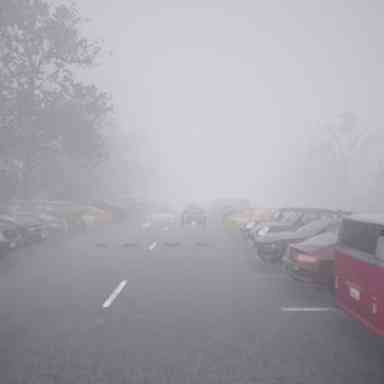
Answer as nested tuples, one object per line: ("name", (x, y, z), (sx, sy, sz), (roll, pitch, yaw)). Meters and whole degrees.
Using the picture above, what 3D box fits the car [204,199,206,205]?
("car", (4.578, 2.049, 46.748), (4.892, 1.521, 2.231), (0, -1, 0))

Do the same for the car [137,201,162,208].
("car", (-8.491, 2.480, 66.187), (4.674, 1.452, 2.002), (0, -1, 0))

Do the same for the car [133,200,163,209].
("car", (-8.310, 2.378, 63.418), (5.366, 1.575, 1.946), (0, -1, 0))

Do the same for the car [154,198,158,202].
("car", (-8.473, 2.235, 55.110), (4.792, 1.488, 2.163), (0, -1, 0))

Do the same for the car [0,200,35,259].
("car", (-8.504, 1.338, 10.679), (5.566, 2.045, 2.435), (0, -1, 0))

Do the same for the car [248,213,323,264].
("car", (4.553, 1.588, 10.659), (5.008, 1.535, 2.097), (0, -1, 0))

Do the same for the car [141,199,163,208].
("car", (-8.522, 2.429, 71.605), (4.553, 1.767, 2.185), (0, -1, 0))

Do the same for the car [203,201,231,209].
("car", (4.576, 2.323, 60.614), (4.892, 1.521, 2.231), (0, -1, 0))

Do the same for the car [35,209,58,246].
("car", (-8.525, 1.625, 13.570), (5.008, 1.535, 2.097), (0, -1, 0))

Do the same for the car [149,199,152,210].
("car", (-8.537, 2.078, 46.807), (4.792, 1.488, 2.163), (0, -1, 0))

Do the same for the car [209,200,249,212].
("car", (4.594, 1.930, 35.643), (4.792, 1.488, 2.163), (0, -1, 0))

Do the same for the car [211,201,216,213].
("car", (4.592, 1.895, 32.867), (4.792, 1.488, 2.163), (0, -1, 0))

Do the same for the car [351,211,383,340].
("car", (4.513, 1.233, 2.335), (5.566, 2.045, 2.435), (0, -1, 0))

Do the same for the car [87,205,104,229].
("car", (-8.528, 1.767, 21.755), (4.674, 1.452, 2.002), (0, -1, 0))

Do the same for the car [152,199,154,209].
("car", (-8.535, 2.123, 49.446), (4.792, 1.488, 2.163), (0, -1, 0))

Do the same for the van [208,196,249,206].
("van", (4.450, 1.709, 38.422), (4.442, 1.987, 1.878), (0, -1, 0))

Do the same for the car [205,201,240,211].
("car", (4.761, 2.142, 52.167), (5.366, 1.575, 1.946), (0, -1, 0))

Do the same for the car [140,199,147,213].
("car", (-8.517, 1.971, 41.271), (5.008, 1.535, 2.097), (0, -1, 0))

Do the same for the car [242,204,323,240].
("car", (4.580, 1.498, 13.437), (4.553, 1.767, 2.185), (0, -1, 0))

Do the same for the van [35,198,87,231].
("van", (-8.644, 1.467, 18.988), (4.442, 1.987, 1.878), (0, -1, 0))

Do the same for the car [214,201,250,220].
("car", (4.744, 1.794, 27.315), (5.366, 1.575, 1.946), (0, -1, 0))

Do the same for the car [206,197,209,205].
("car", (4.539, 1.881, 43.970), (4.553, 1.767, 2.185), (0, -1, 0))

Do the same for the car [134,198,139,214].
("car", (-8.489, 1.616, 32.965), (5.566, 2.045, 2.435), (0, -1, 0))

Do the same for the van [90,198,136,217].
("van", (-8.398, 1.676, 35.734), (4.442, 1.987, 1.878), (0, -1, 0))

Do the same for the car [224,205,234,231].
("car", (4.738, 1.690, 18.987), (5.366, 1.575, 1.946), (0, -1, 0))

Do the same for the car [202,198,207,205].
("car", (4.389, 2.092, 49.515), (5.366, 1.575, 1.946), (0, -1, 0))

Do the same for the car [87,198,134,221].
("car", (-8.491, 1.581, 30.195), (5.566, 2.045, 2.435), (0, -1, 0))

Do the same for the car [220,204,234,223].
("car", (4.561, 1.728, 21.763), (4.892, 1.521, 2.231), (0, -1, 0))

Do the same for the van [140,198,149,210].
("van", (-8.401, 1.783, 44.059), (4.442, 1.987, 1.878), (0, -1, 0))

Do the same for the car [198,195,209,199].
("car", (4.557, 2.188, 66.171), (5.566, 2.045, 2.435), (0, -1, 0))

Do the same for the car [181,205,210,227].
("car", (0.125, 1.896, 25.565), (1.895, 1.301, 4.718), (0, -1, 0))

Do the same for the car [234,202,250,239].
("car", (4.582, 1.532, 16.213), (4.553, 1.767, 2.185), (0, -1, 0))

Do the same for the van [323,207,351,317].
("van", (4.660, 1.293, 5.110), (4.442, 1.987, 1.878), (0, -1, 0))

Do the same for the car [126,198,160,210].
("car", (-8.528, 2.013, 57.885), (5.566, 2.045, 2.435), (0, -1, 0))

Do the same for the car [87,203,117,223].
("car", (-8.517, 1.763, 24.650), (5.008, 1.535, 2.097), (0, -1, 0))

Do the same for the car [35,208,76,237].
("car", (-8.527, 1.700, 16.341), (4.674, 1.452, 2.002), (0, -1, 0))

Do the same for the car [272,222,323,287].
("car", (4.543, 1.594, 7.883), (4.674, 1.452, 2.002), (0, -1, 0))

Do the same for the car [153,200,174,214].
("car", (-3.561, 2.126, 43.814), (1.895, 1.301, 4.718), (0, -1, 0))

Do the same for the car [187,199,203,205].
("car", (0.129, 2.001, 41.628), (1.837, 1.490, 4.892), (0, -1, 0))
